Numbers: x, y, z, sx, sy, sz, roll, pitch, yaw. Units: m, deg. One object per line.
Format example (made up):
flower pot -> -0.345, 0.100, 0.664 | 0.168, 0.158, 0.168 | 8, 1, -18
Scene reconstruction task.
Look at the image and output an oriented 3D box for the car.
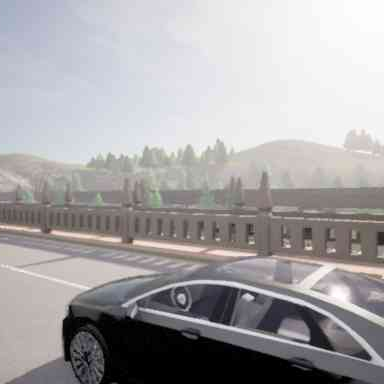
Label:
car -> 0.529, 1.499, 3.651 | 4.902, 1.511, 2.128 | 0, 0, 36
